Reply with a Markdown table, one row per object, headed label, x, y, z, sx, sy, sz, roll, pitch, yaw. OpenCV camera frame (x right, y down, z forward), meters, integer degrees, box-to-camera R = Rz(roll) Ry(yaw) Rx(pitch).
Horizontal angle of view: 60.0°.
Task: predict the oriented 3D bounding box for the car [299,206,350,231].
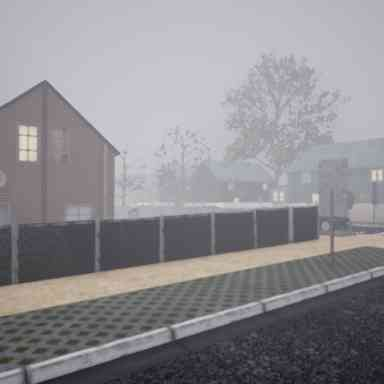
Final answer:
| label | x | y | z | sx | sy | sz | roll | pitch | yaw |
| --- | --- | --- | --- | --- | --- | --- | --- | --- | --- |
| car | 7.809 | 1.675 | 21.831 | 1.882 | 1.535 | 5.008 | 0 | -2 | -37 |

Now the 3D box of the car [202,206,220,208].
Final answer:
| label | x | y | z | sx | sy | sz | roll | pitch | yaw |
| --- | --- | --- | --- | --- | --- | --- | --- | --- | --- |
| car | 1.815 | 1.973 | 30.221 | 1.812 | 1.442 | 4.674 | 0 | -2 | -35 |

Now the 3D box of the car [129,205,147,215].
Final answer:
| label | x | y | z | sx | sy | sz | roll | pitch | yaw |
| --- | --- | --- | --- | --- | --- | --- | --- | --- | --- |
| car | -6.175 | 2.348 | 41.521 | 1.994 | 1.385 | 4.181 | 0 | -1 | -35 |
